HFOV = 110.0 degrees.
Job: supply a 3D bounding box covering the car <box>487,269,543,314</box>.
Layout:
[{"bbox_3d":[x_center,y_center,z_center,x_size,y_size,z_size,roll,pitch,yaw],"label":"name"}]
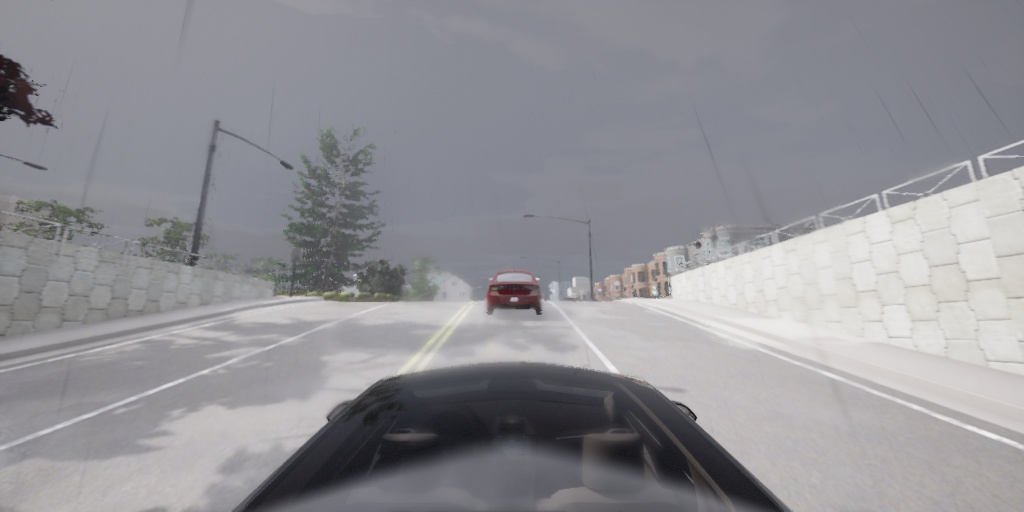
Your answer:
[{"bbox_3d":[0.089,1.266,13.847,1.882,1.535,5.008,0,-1,0],"label":"car"}]
